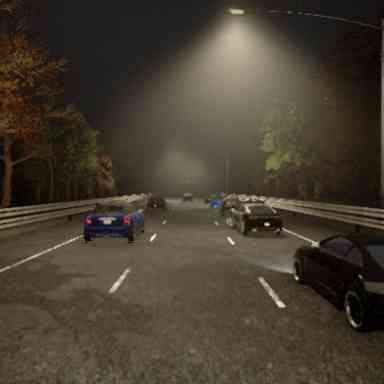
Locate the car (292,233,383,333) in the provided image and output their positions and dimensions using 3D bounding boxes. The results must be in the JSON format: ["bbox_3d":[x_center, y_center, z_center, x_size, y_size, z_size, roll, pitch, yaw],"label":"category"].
[{"bbox_3d":[3.485,1.511,6.692,1.994,1.385,4.181,0,0,0],"label":"car"}]

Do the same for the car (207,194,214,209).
[{"bbox_3d":[3.155,1.172,39.801,1.882,1.535,5.008,0,0,-1],"label":"car"}]

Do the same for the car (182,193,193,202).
[{"bbox_3d":[-0.738,1.026,59.655,2.128,1.511,4.902,0,0,-1],"label":"car"}]

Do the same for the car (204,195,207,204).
[{"bbox_3d":[2.951,1.110,50.867,2.163,1.488,4.792,0,0,-1],"label":"car"}]

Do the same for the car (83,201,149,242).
[{"bbox_3d":[-3.470,1.233,15.693,2.097,1.767,4.553,0,0,0],"label":"car"}]

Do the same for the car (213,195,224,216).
[{"bbox_3d":[3.312,1.272,28.765,2.128,1.511,4.902,0,0,-1],"label":"car"}]

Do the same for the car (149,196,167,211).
[{"bbox_3d":[-3.688,1.204,35.661,1.882,1.535,5.008,0,0,-1],"label":"car"}]

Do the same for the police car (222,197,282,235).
[{"bbox_3d":[3.275,1.286,18.210,1.930,1.638,5.238,0,1,-6],"label":"police car"}]

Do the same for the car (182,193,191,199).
[{"bbox_3d":[-1.215,0.868,77.144,1.994,1.385,4.181,0,0,-2],"label":"car"}]
